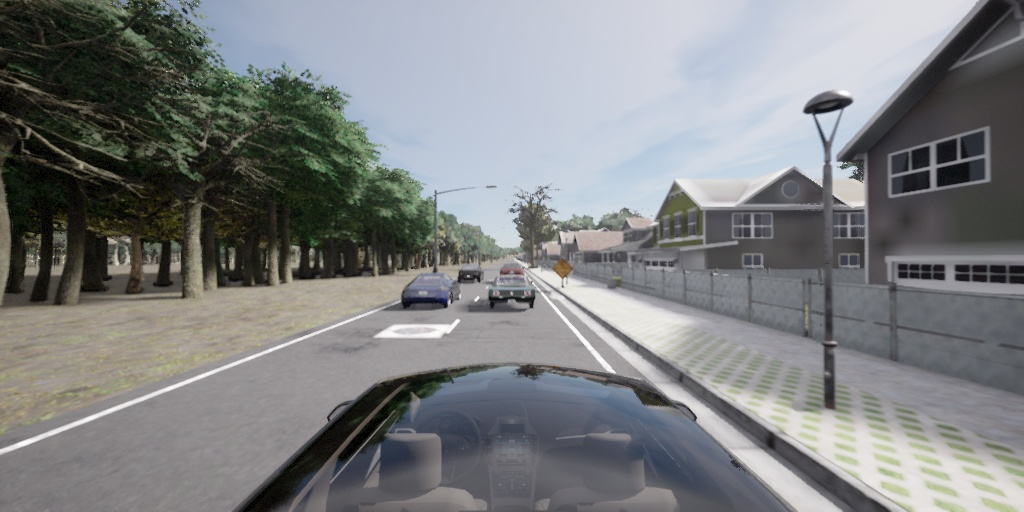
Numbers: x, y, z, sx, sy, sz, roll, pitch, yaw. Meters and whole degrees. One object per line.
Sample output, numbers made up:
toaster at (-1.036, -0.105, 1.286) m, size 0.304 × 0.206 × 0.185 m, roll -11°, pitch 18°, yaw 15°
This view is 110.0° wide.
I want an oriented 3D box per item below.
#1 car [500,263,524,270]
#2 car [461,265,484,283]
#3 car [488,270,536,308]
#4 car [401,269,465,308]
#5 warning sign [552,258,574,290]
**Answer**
car at (-0.005, 1.355, 30.929) m, size 2.097 × 1.767 × 4.553 m, roll 0°, pitch -1°, yaw 0°
car at (-3.504, 1.486, 31.333) m, size 1.882 × 1.535 × 5.008 m, roll 0°, pitch 0°, yaw 0°
car at (-0.003, 1.478, 15.971) m, size 1.895 × 1.301 × 4.718 m, roll 0°, pitch 0°, yaw 0°
car at (-3.501, 1.443, 16.124) m, size 1.994 × 1.385 × 4.181 m, roll 0°, pitch 0°, yaw 0°
warning sign at (3.044, 1.040, 21.508) m, size 1.300 × 1.860 × 1.060 m, roll 0°, pitch 0°, yaw 0°
